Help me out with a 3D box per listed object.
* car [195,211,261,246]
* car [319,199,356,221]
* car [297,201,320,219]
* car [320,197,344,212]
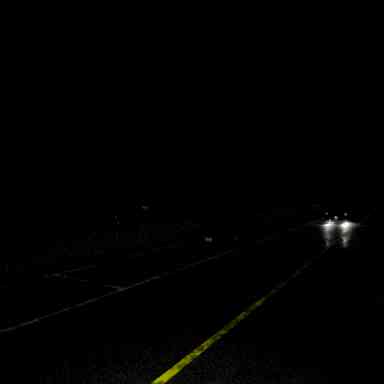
[{"bbox_3d":[1.827,1.566,15.385,1.947,1.339,4.313,0,0,32],"label":"car"},{"bbox_3d":[12.224,1.548,27.244,2.033,1.411,5.357,0,0,32],"label":"car"},{"bbox_3d":[10.575,1.582,29.464,1.802,1.307,4.206,0,0,32],"label":"car"},{"bbox_3d":[16.407,1.441,38.849,1.967,1.590,4.097,0,0,32],"label":"car"}]
